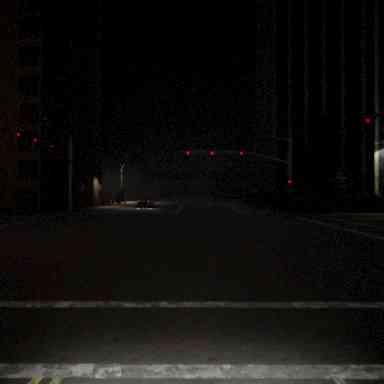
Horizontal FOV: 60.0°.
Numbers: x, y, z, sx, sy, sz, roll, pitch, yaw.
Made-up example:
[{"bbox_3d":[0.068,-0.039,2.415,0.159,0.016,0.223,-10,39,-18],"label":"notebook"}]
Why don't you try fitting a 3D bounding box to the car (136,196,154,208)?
[{"bbox_3d":[-6.959,1.407,49.743,2.097,1.767,4.553,0,-1,0],"label":"car"}]
